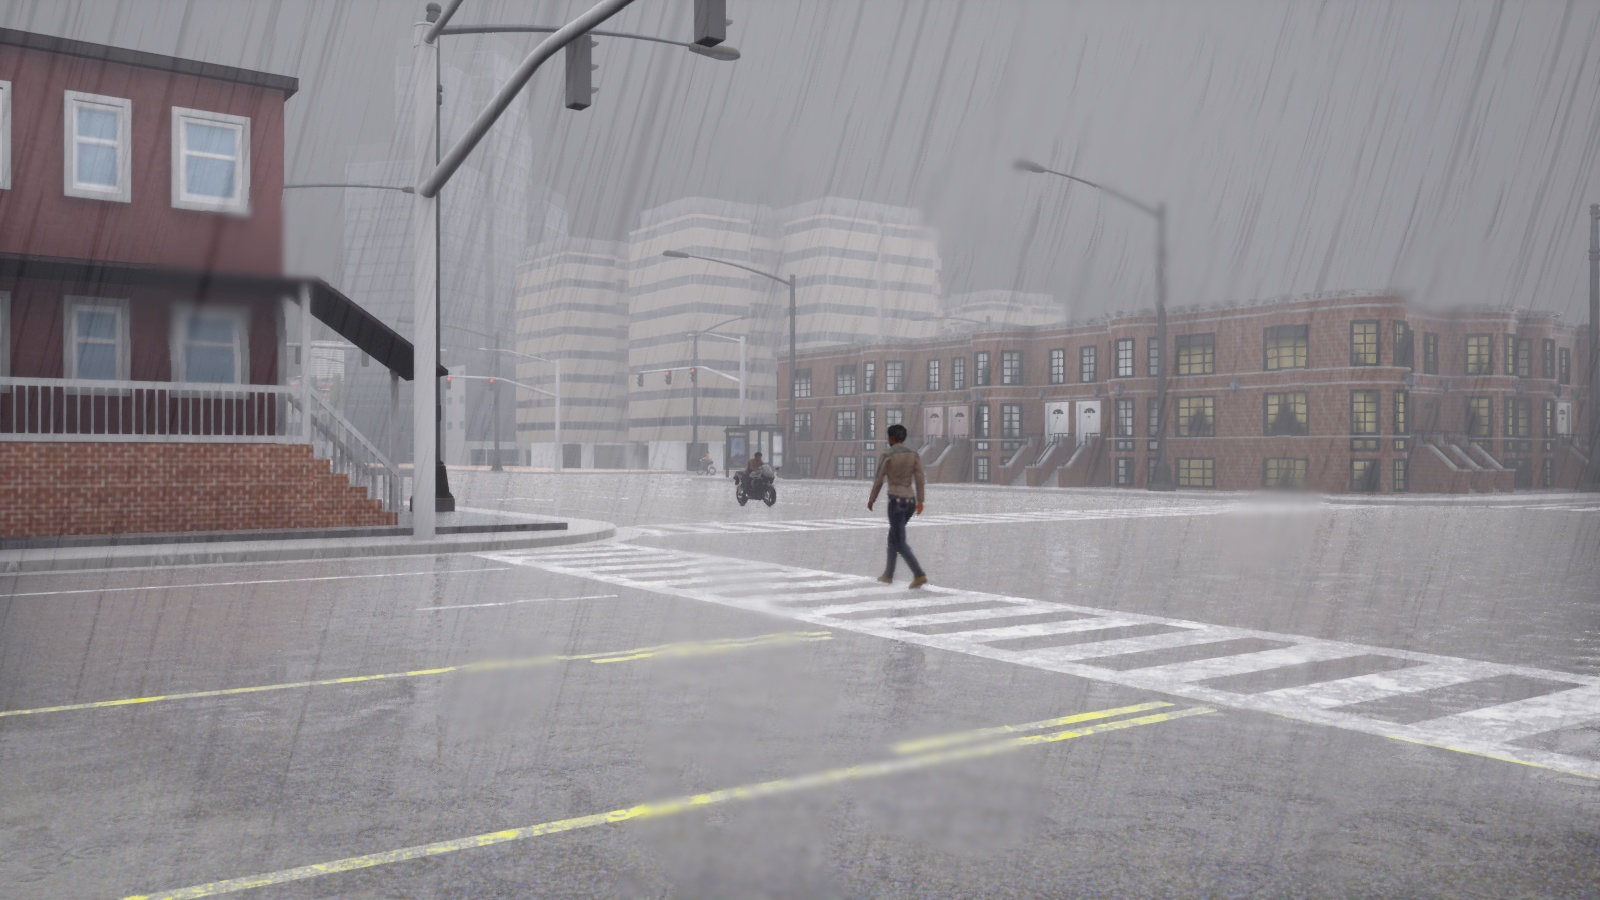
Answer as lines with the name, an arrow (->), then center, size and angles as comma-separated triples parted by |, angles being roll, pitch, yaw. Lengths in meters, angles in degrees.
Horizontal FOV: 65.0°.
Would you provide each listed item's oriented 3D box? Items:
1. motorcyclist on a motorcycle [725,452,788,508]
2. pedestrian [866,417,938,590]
motorcyclist on a motorcycle -> -1.231, 0.816, 35.159 | 0.797, 1.523, 2.044 | 0, 0, -35
pedestrian -> 1.090, 0.561, 13.576 | 0.328, 1.805, 0.869 | 0, 0, -31
